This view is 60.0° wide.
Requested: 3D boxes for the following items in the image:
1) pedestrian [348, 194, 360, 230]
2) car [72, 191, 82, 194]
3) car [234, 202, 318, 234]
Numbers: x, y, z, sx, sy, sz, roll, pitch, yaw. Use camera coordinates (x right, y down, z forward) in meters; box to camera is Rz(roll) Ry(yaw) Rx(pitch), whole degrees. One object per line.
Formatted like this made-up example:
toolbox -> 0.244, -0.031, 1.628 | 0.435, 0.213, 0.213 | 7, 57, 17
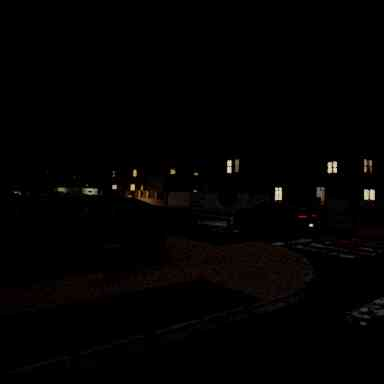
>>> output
pedestrian -> 8.468, 1.030, 17.450 | 0.375, 1.860, 0.375 | 3, -2, -36
car -> -16.472, 0.550, 47.360 | 1.994, 1.385, 4.181 | 1, 1, -35
car -> 4.315, 1.282, 17.866 | 1.837, 1.490, 4.892 | -1, 2, -36
